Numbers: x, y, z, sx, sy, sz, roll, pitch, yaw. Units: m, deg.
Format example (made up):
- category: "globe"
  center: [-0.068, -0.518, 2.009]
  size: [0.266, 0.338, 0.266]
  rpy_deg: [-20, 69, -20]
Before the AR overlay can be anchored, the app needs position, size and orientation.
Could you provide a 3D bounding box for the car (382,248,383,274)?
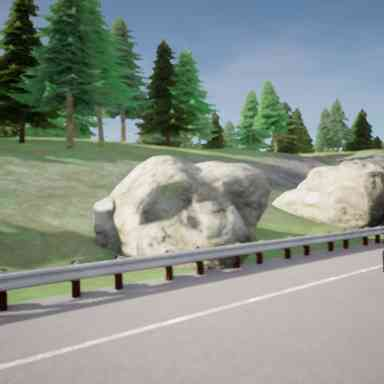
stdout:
- category: "car"
  center: [6.749, 1.505, 8.554]
  size: [4.892, 1.490, 1.837]
  rpy_deg: [0, 0, -35]
